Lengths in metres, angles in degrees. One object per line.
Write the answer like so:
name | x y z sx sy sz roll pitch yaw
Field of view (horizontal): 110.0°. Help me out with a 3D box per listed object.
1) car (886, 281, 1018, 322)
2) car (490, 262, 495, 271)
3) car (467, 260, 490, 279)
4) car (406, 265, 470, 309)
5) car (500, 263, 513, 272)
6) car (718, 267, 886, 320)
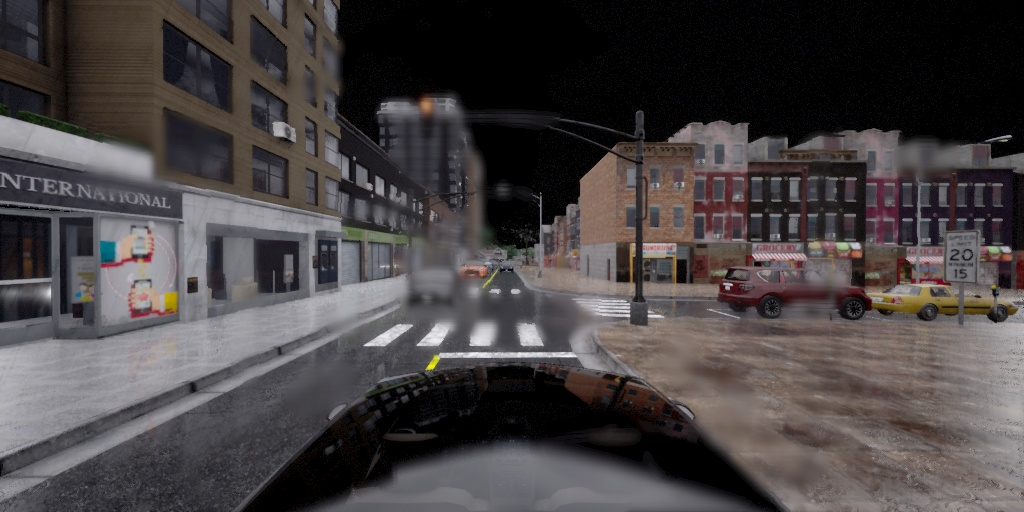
car | 16.304 1.659 13.789 4.829 1.417 1.751 0 0 -1
car | -3.773 1.599 55.638 1.812 1.442 4.674 0 -1 -1
car | -3.417 1.207 33.595 2.097 1.767 4.553 0 0 -1
car | -3.081 1.285 15.279 1.837 1.490 4.892 1 0 -1
car | -0.775 1.613 50.818 1.895 1.301 4.718 0 -1 -1
car | 10.589 1.346 13.698 5.009 1.841 2.192 0 0 -1
